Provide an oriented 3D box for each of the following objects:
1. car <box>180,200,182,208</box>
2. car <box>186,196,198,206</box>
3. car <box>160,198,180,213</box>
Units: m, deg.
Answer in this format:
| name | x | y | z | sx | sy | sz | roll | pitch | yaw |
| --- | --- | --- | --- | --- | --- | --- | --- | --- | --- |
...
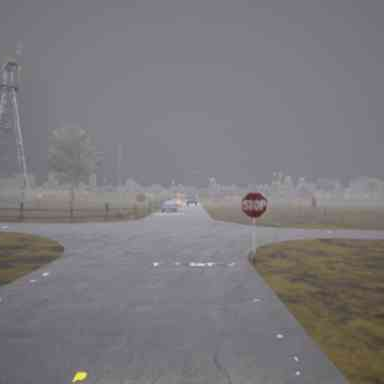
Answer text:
| name | x | y | z | sx | sy | sz | roll | pitch | yaw |
| --- | --- | --- | --- | --- | --- | --- | --- | --- | --- |
| car | -2.790 | 1.919 | 58.881 | 1.882 | 1.535 | 5.008 | 0 | -1 | 0 |
| car | -0.006 | 1.732 | 66.987 | 2.150 | 2.045 | 5.566 | 0 | 0 | 0 |
| car | -2.843 | 1.837 | 42.312 | 1.812 | 1.442 | 4.674 | 0 | 0 | 0 |
